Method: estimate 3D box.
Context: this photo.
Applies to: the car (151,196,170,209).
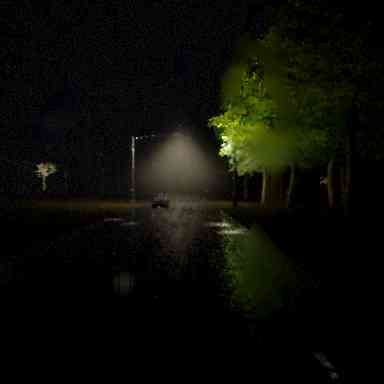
[{"bbox_3d":[-3.591,1.207,38.677,2.033,1.411,5.357,0,1,0],"label":"car"}]
